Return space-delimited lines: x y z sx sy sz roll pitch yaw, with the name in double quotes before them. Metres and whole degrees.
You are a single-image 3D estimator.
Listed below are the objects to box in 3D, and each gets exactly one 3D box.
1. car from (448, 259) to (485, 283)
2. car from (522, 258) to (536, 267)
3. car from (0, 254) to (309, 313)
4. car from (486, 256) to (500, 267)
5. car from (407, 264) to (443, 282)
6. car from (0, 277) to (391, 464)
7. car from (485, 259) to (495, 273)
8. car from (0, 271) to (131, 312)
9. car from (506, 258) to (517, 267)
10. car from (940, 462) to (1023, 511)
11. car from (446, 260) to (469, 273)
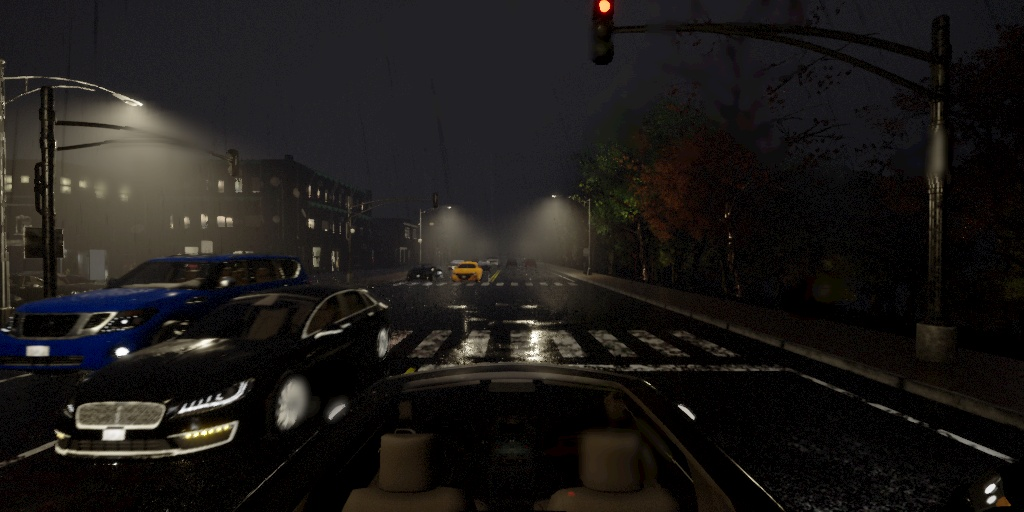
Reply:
"car" -3.407 1.218 27.911 1.882 1.535 5.008 0 0 0
"car" 3.221 1.200 63.193 1.882 1.535 5.008 0 0 0
"car" -6.614 0.971 7.759 2.150 2.045 5.566 0 0 0
"car" -3.409 0.945 64.503 2.150 2.045 5.566 0 0 0
"car" -6.860 1.304 28.644 1.994 1.385 4.181 0 0 3
"car" -3.359 1.254 5.448 1.837 1.490 4.892 0 0 0
"car" -3.439 1.333 44.137 1.895 1.301 4.718 0 0 0
"car" -19.619 1.471 15.208 4.892 1.490 1.837 -1 1 0
"car" -0.031 1.200 63.774 1.882 1.535 5.008 0 0 0
"car" 3.355 1.314 0.186 1.994 1.385 4.181 0 0 0
"car" -6.688 1.224 44.306 2.128 1.511 4.902 0 0 0
